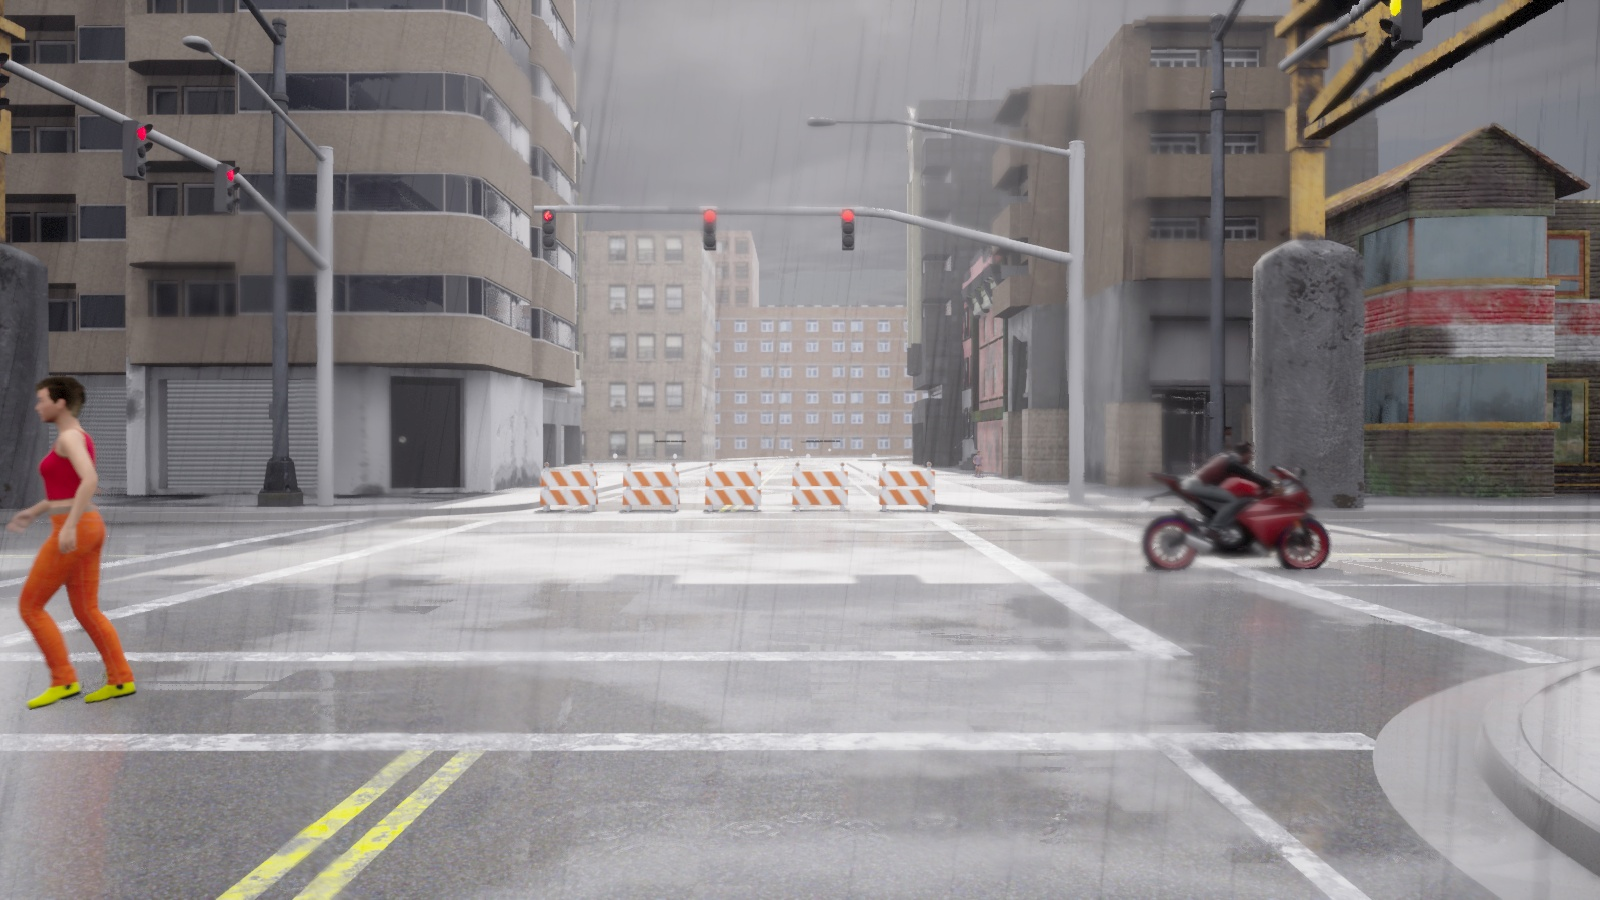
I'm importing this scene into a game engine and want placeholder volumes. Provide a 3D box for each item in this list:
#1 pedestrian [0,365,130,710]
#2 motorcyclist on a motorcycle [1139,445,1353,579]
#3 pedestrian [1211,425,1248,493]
[{"bbox_3d":[-4.056,0.463,6.900,0.594,1.836,0.345,0,0,-16],"label":"pedestrian"},{"bbox_3d":[5.197,0.702,14.736,2.191,1.530,0.866,0,0,0],"label":"motorcyclist on a motorcycle"},{"bbox_3d":[11.468,0.231,33.539,0.328,1.805,0.869,0,0,-39],"label":"pedestrian"}]
